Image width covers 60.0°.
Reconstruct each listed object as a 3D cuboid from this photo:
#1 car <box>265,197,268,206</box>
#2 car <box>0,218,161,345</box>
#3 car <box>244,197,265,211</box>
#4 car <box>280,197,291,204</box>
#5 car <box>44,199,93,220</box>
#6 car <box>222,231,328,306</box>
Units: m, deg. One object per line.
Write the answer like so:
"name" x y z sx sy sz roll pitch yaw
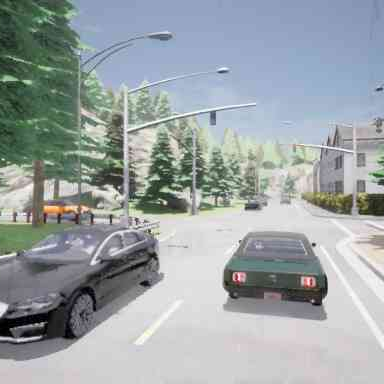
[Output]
"car" 11.056 1.489 53.097 2.128 1.511 4.902 0 0 16
"car" -2.170 1.491 6.783 2.128 1.511 4.902 0 0 15
"car" 7.652 1.601 41.243 1.895 1.301 4.718 0 0 16
"car" 17.363 1.547 61.779 2.033 1.411 5.357 0 0 16
"car" -10.266 1.367 26.566 4.553 1.767 2.097 0 0 16
"car" 2.059 1.601 8.143 1.895 1.301 4.718 0 0 16
